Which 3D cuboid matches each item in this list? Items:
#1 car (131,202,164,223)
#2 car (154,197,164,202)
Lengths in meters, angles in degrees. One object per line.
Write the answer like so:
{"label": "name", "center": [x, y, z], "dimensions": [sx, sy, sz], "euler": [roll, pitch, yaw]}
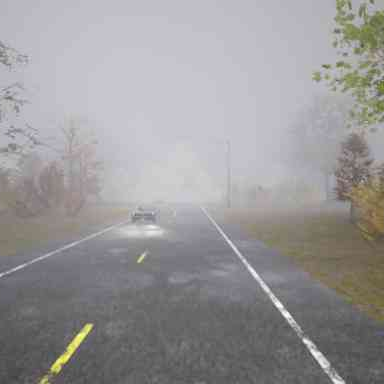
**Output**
{"label": "car", "center": [-3.649, 1.722, 26.838], "dimensions": [1.895, 1.301, 4.718], "euler": [0, 0, 0]}
{"label": "car", "center": [-6.902, 1.794, 68.950], "dimensions": [1.994, 1.385, 4.181], "euler": [0, 0, -6]}
